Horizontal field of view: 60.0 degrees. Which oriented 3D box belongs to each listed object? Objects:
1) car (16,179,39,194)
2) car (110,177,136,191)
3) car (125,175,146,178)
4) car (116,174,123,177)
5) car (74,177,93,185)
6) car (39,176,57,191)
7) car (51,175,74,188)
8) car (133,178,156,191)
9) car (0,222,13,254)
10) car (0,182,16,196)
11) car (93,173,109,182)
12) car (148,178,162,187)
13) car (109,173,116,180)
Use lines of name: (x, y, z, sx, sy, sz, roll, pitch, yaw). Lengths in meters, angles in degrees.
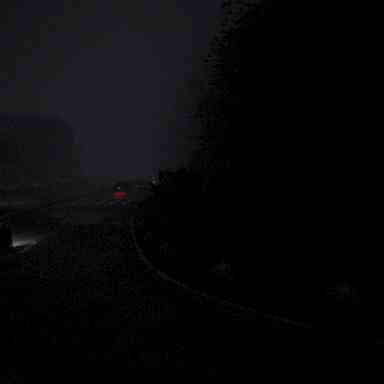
car: (-21.483, -0.665, 41.148, 1.946, 1.575, 5.366, 0, 4, 1)
car: (-9.603, -0.922, 46.505, 1.837, 1.490, 4.892, 0, 4, 1)
car: (-9.529, -1.643, 56.551, 1.882, 1.535, 5.008, 0, 4, 1)
car: (-20.816, -3.981, 89.408, 2.231, 1.521, 4.892, 0, 4, 2)
car: (-21.152, -2.169, 63.475, 2.163, 1.488, 4.792, 0, 4, 1)
car: (-21.400, -1.044, 46.659, 1.946, 1.575, 5.366, 0, 4, 1)
car: (-21.310, -1.691, 52.436, 2.435, 2.045, 5.566, 0, 4, 1)
car: (-6.374, -0.881, 46.605, 2.033, 1.411, 5.357, 0, 4, 1)
car: (-6.807, 1.392, 9.882, 1.994, 1.385, 4.181, 0, 2, -17)
car: (-21.575, -0.283, 35.638, 1.946, 1.575, 5.366, 0, 4, 1)
car: (-20.982, -2.958, 74.533, 2.231, 1.521, 4.892, 0, 4, 1)
car: (-6.267, -1.629, 57.136, 1.812, 1.442, 4.674, 0, 4, 1)
car: (-20.900, -3.586, 79.992, 2.435, 2.045, 5.566, 0, 4, 1)
